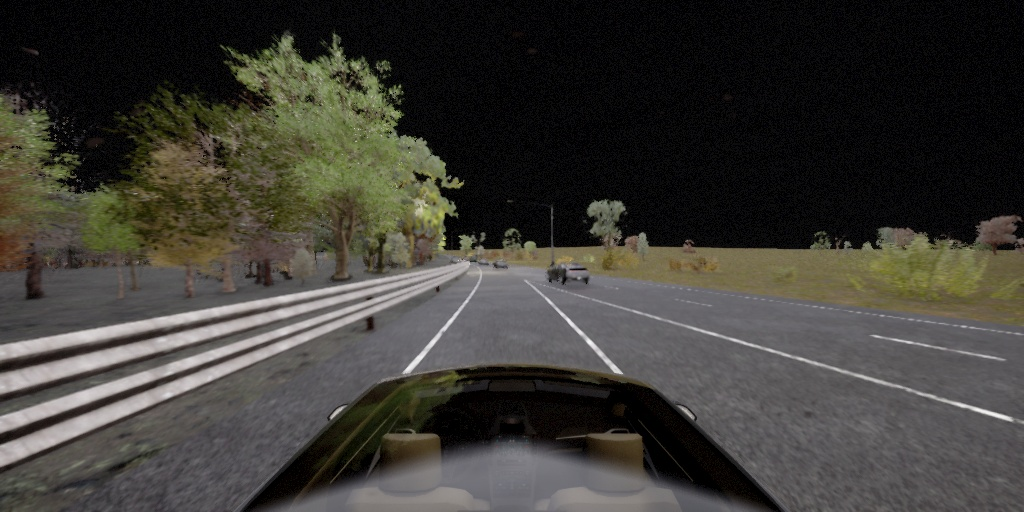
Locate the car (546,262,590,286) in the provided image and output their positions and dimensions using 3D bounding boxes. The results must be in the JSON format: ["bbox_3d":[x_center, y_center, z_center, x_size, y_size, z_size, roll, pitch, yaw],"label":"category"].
[{"bbox_3d":[3.748,1.187,24.672,2.128,1.511,4.902,0,0,-11],"label":"car"}]

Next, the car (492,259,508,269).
[{"bbox_3d":[-1.857,1.232,54.150,2.128,1.511,4.902,-1,0,-11],"label":"car"}]
